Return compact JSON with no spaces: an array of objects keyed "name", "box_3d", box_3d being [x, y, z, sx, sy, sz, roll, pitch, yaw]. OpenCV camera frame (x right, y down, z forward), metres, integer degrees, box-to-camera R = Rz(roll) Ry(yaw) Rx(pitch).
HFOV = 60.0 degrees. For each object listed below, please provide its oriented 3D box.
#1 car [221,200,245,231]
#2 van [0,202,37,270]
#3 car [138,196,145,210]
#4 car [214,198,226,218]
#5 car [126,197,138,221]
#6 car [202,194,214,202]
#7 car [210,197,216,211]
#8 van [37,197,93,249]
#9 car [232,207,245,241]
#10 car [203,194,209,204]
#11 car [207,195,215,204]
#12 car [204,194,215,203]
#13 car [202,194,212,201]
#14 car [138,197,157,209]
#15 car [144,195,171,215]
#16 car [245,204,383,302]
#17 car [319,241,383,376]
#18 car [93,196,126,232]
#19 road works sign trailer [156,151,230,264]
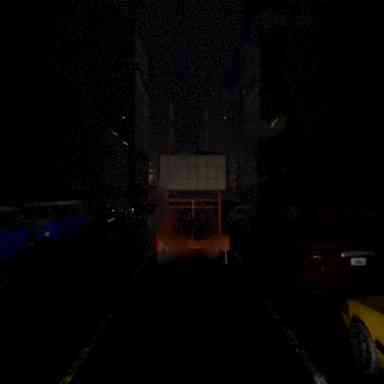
[{"name":"car","box_3d":[2.916,1.409,19.454,1.752,1.417,4.829,-1,0,0]},{"name":"van","box_3d":[-5.654,1.291,8.138,1.690,1.788,3.998,-1,0,0]},{"name":"car","box_3d":[-5.569,1.219,36.066,1.967,1.590,4.097,-1,0,0]},{"name":"car","box_3d":[2.934,1.416,24.870,1.947,1.339,4.313,-1,0,0]},{"name":"car","box_3d":[-5.602,1.288,24.895,1.967,1.590,4.097,-1,0,0]},{"name":"car","box_3d":[3.061,1.162,63.970,1.947,1.339,4.313,-1,0,0]},{"name":"car","box_3d":[2.952,1.381,30.456,1.947,1.339,4.313,-1,0,0]},{"name":"van","box_3d":[-5.637,1.258,13.723,1.690,1.788,3.998,-1,0,0]},{"name":"car","box_3d":[2.898,1.500,13.699,1.802,1.307,4.206,-1,0,0]},{"name":"car","box_3d":[3.025,1.222,52.799,2.008,1.369,4.403,-1,0,0]},{"name":"car","box_3d":[2.970,1.331,36.041,2.008,1.369,4.403,-1,0,0]},{"name":"car","box_3d":[3.043,1.158,58.554,1.752,1.417,4.829,-1,0,0]},{"name":"car","box_3d":[3.079,1.139,69.556,1.802,1.307,4.206,-1,0,0]},{"name":"car","box_3d":[-5.550,1.325,41.653,1.802,1.307,4.206,-1,0,0]},{"name":"car","box_3d":[-3.004,1.336,31.070,1.812,1.442,4.674,0,0,0]},{"name":"car","box_3d":[2.877,1.267,8.111,2.192,1.841,5.009,-1,0,0]},{"name":"car","box_3d":[2.861,1.509,2.697,1.752,1.417,4.829,-1,0,0]},{"name":"car","box_3d":[-5.621,1.198,19.309,2.192,1.841,5.009,-1,0,0]},{"name":"road works sign trailer","box_3d":[0.041,0.395,11.517,2.380,3.560,2.880,0,0,0]}]
